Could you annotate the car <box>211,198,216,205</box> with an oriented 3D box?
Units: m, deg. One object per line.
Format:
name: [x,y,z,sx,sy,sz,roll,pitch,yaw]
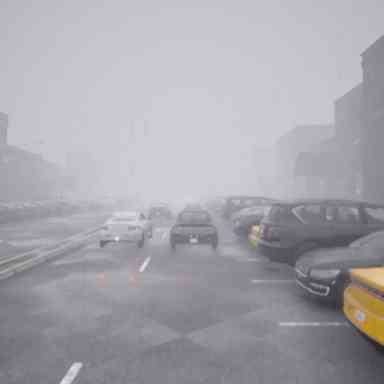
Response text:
car: [4.729,1.691,34.891,4.792,1.488,2.163,0,0,0]

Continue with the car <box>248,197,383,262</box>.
car: [4.751,1.270,9.880,5.566,2.045,2.435,0,0,0]

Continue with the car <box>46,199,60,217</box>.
car: [-15.427,1.645,30.984,4.892,1.521,2.231,0,0,0]

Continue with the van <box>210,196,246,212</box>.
van: [4.654,1.502,43.229,4.442,1.987,1.878,0,-1,0]

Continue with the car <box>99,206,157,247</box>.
car: [-2.905,1.591,15.296,1.812,1.442,4.674,0,0,0]

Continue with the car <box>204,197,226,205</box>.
car: [4.843,1.898,71.017,4.553,1.767,2.185,0,-1,0]

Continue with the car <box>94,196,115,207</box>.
car: [-15.423,1.840,53.040,5.008,1.535,2.097,0,-1,0]

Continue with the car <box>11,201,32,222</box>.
car: [-15.430,1.607,25.470,4.892,1.521,2.231,0,0,0]

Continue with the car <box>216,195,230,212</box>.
car: [4.771,1.337,23.777,5.566,2.045,2.435,0,0,0]

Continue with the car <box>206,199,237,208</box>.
car: [4.781,1.834,54.343,4.892,1.521,2.231,0,-1,0]

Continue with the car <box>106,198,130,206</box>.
car: [-15.404,2.074,69.582,4.674,1.452,2.002,0,-1,0]

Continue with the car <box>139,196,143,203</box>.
car: [-15.428,1.926,80.615,5.566,2.045,2.435,0,-1,0]

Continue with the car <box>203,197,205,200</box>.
car: [4.589,1.750,46.007,5.366,1.575,1.946,0,-1,0]

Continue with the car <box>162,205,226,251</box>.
car: [0.090,1.554,14.476,2.128,1.511,4.902,0,0,0]

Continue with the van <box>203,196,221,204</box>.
van: [4.944,1.937,82.135,4.442,1.987,1.878,0,-1,0]

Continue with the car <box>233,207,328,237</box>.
car: [4.731,1.599,18.282,4.674,1.452,2.002,0,0,0]

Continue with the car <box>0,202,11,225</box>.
car: [-15.407,1.462,22.714,4.553,1.767,2.185,0,0,0]

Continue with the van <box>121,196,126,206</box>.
van: [-15.527,1.739,64.069,4.442,1.987,1.878,0,-1,0]

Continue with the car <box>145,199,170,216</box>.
car: [-2.881,1.676,30.522,1.812,1.442,4.674,0,0,0]

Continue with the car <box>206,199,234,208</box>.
car: [4.789,1.902,57.121,4.674,1.452,2.002,0,-1,0]

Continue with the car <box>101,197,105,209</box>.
car: [-15.451,1.814,47.526,4.792,1.488,2.163,0,-1,0]

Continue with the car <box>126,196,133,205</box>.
car: [-15.223,1.996,66.825,5.366,1.575,1.946,0,-1,0]

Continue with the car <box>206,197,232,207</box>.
car: [4.764,1.767,59.902,4.553,1.767,2.185,0,-1,0]

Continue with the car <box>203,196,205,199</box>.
car: [4.751,1.526,48.787,5.566,2.045,2.435,0,-1,0]

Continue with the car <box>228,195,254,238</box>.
car: [4.702,1.295,15.565,5.566,2.045,2.435,0,0,0]

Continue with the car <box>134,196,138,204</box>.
car: [-15.409,2.104,75.096,5.008,1.535,2.097,0,-1,0]

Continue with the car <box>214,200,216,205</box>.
car: [4.752,1.682,32.237,4.674,1.452,2.002,0,0,0]

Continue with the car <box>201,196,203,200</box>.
car: [4.809,1.957,65.458,4.892,1.521,2.231,0,-1,0]

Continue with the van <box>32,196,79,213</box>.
van: [-15.312,1.462,36.623,4.442,1.987,1.878,0,0,0]

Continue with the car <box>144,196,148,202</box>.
car: [-15.422,2.030,88.889,5.566,2.045,2.435,0,-1,0]

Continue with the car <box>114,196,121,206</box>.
car: [-15.444,1.619,55.799,5.566,2.045,2.435,0,-1,0]

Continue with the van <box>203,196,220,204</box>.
van: [4.949,1.971,84.914,4.442,1.987,1.878,0,-1,0]

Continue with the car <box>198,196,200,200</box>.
car: [4.830,2.232,87.691,4.892,1.521,2.231,0,-1,0]

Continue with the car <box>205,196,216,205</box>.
car: [4.738,1.453,40.452,5.566,2.045,2.435,0,-1,0]

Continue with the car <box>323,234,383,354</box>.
car: [4.709,1.499,4.447,5.008,1.535,2.097,0,0,0]

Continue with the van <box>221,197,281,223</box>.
van: [4.630,1.378,26.557,4.442,1.987,1.878,0,0,0]

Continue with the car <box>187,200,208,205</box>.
car: [0.115,1.710,29.896,1.994,1.385,4.181,0,0,0]

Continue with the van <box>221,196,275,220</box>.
van: [4.867,1.397,29.334,4.442,1.987,1.878,0,0,0]

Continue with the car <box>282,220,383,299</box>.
car: [4.724,1.511,7.101,4.892,1.521,2.231,0,0,0]

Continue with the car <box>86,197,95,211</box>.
car: [-15.611,1.730,42.013,5.366,1.575,1.946,0,-1,0]

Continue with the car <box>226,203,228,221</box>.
car: [4.735,1.613,20.996,4.674,1.452,2.002,0,0,0]

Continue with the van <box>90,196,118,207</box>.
van: [-15.531,1.675,58.557,4.442,1.987,1.878,0,-1,0]

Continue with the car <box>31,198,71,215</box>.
car: [-15.425,1.665,33.740,4.892,1.521,2.231,0,0,0]

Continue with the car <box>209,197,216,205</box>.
car: [4.756,1.684,37.670,4.892,1.521,2.231,0,0,0]

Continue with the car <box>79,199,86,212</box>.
car: [-15.425,1.749,39.254,4.674,1.452,2.002,0,0,0]

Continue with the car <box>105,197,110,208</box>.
car: [-15.422,1.852,50.282,4.674,1.452,2.002,0,-1,0]

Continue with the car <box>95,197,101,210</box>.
car: [-15.417,1.759,44.768,4.892,1.521,2.231,0,0,0]

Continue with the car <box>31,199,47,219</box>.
car: [-15.429,1.625,28.228,4.892,1.521,2.231,0,0,0]
